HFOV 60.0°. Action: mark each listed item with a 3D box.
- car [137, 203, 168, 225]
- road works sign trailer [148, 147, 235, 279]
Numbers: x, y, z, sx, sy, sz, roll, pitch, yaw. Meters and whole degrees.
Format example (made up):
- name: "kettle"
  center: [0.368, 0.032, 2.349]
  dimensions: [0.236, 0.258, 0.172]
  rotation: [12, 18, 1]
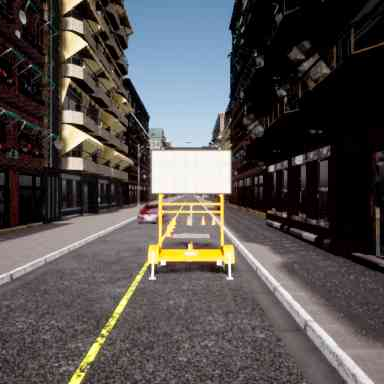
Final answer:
- name: "car"
  center: [-2.806, 1.534, 24.299]
  dimensions: [1.812, 1.442, 4.674]
  rotation: [0, 0, 0]
- name: "road works sign trailer"
  center: [-0.023, 0.467, 9.985]
  dimensions: [2.380, 3.560, 2.880]
  rotation: [0, 0, 0]
